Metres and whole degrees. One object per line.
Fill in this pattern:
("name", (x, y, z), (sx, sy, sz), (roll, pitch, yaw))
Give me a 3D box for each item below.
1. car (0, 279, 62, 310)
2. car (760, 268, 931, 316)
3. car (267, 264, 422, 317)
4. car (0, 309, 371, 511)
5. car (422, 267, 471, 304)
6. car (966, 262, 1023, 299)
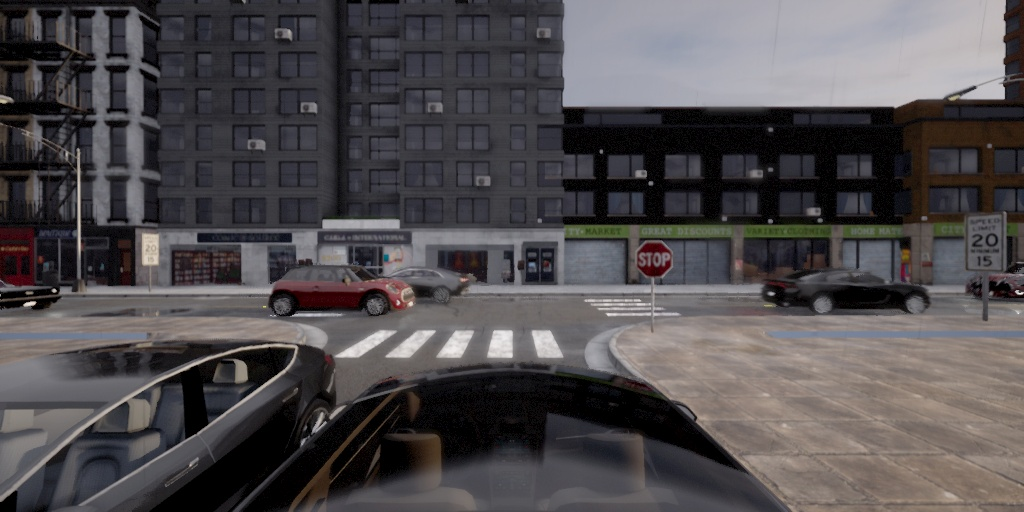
("car", (-19.179, 1.386, 12.629), (4.718, 1.301, 1.895), (0, 0, 0))
("car", (11.658, 1.187, 12.692), (5.008, 1.535, 1.882), (0, 0, 0))
("car", (-5.813, 1.100, 12.610), (4.553, 1.767, 2.097), (0, 0, 0))
("car", (-2.640, 1.315, 2.005), (1.948, 1.339, 4.313), (0, 0, 0))
("car", (-4.269, 1.225, 15.558), (4.902, 1.511, 2.128), (0, 0, 0))
("car", (22.861, 1.029, 15.511), (4.553, 1.767, 2.097), (0, 0, 0))
